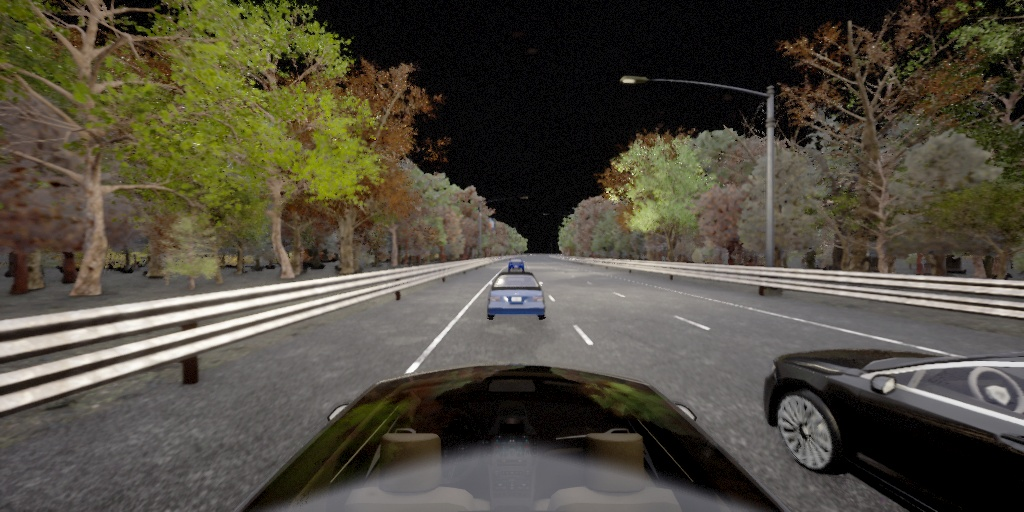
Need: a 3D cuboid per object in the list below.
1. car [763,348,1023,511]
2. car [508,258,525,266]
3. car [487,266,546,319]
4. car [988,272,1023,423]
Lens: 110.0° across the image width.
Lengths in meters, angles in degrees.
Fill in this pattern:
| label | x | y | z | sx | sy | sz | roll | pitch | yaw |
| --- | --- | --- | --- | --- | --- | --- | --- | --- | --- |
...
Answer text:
| label | x | y | z | sx | sy | sz | roll | pitch | yaw |
| --- | --- | --- | --- | --- | --- | --- | --- | --- | --- |
| car | 3.606 | 1.241 | 1.859 | 2.128 | 1.511 | 4.902 | 0 | 0 | 0 |
| car | 0.531 | 1.022 | 43.447 | 1.882 | 1.535 | 5.008 | 0 | 0 | 1 |
| car | 0.135 | 1.245 | 12.545 | 2.033 | 1.411 | 5.357 | 0 | 0 | 0 |
| car | 7.107 | 1.100 | 2.278 | 2.097 | 1.767 | 4.553 | 0 | 0 | 0 |
